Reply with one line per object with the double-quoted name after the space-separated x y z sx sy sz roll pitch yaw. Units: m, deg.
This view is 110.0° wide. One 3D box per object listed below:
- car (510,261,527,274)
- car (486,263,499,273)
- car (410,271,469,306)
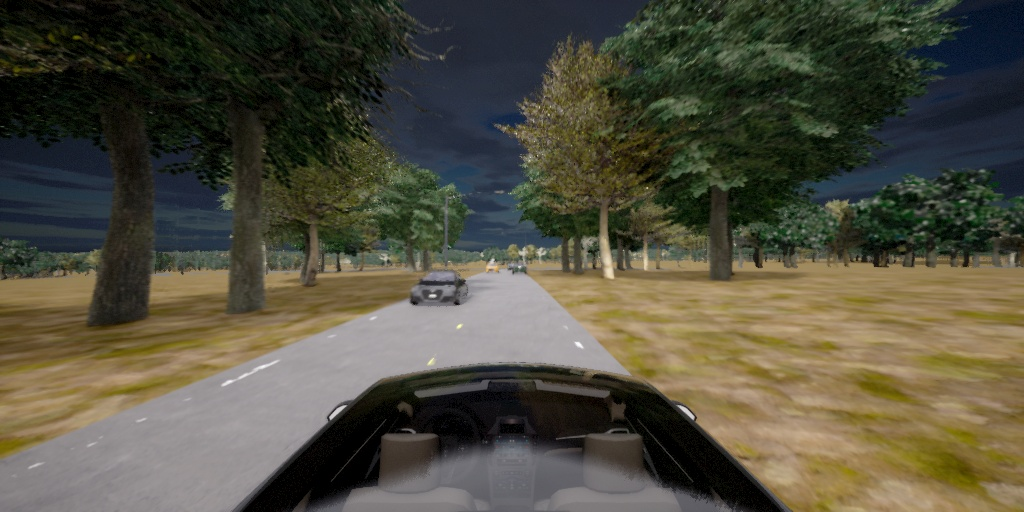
1.053 1.687 51.704 2.097 1.767 4.553 0 -1 0 "car"
-3.028 1.902 56.200 1.882 1.535 5.008 0 -1 1 "car"
-3.081 1.356 15.867 1.994 1.385 4.181 0 0 0 "car"
